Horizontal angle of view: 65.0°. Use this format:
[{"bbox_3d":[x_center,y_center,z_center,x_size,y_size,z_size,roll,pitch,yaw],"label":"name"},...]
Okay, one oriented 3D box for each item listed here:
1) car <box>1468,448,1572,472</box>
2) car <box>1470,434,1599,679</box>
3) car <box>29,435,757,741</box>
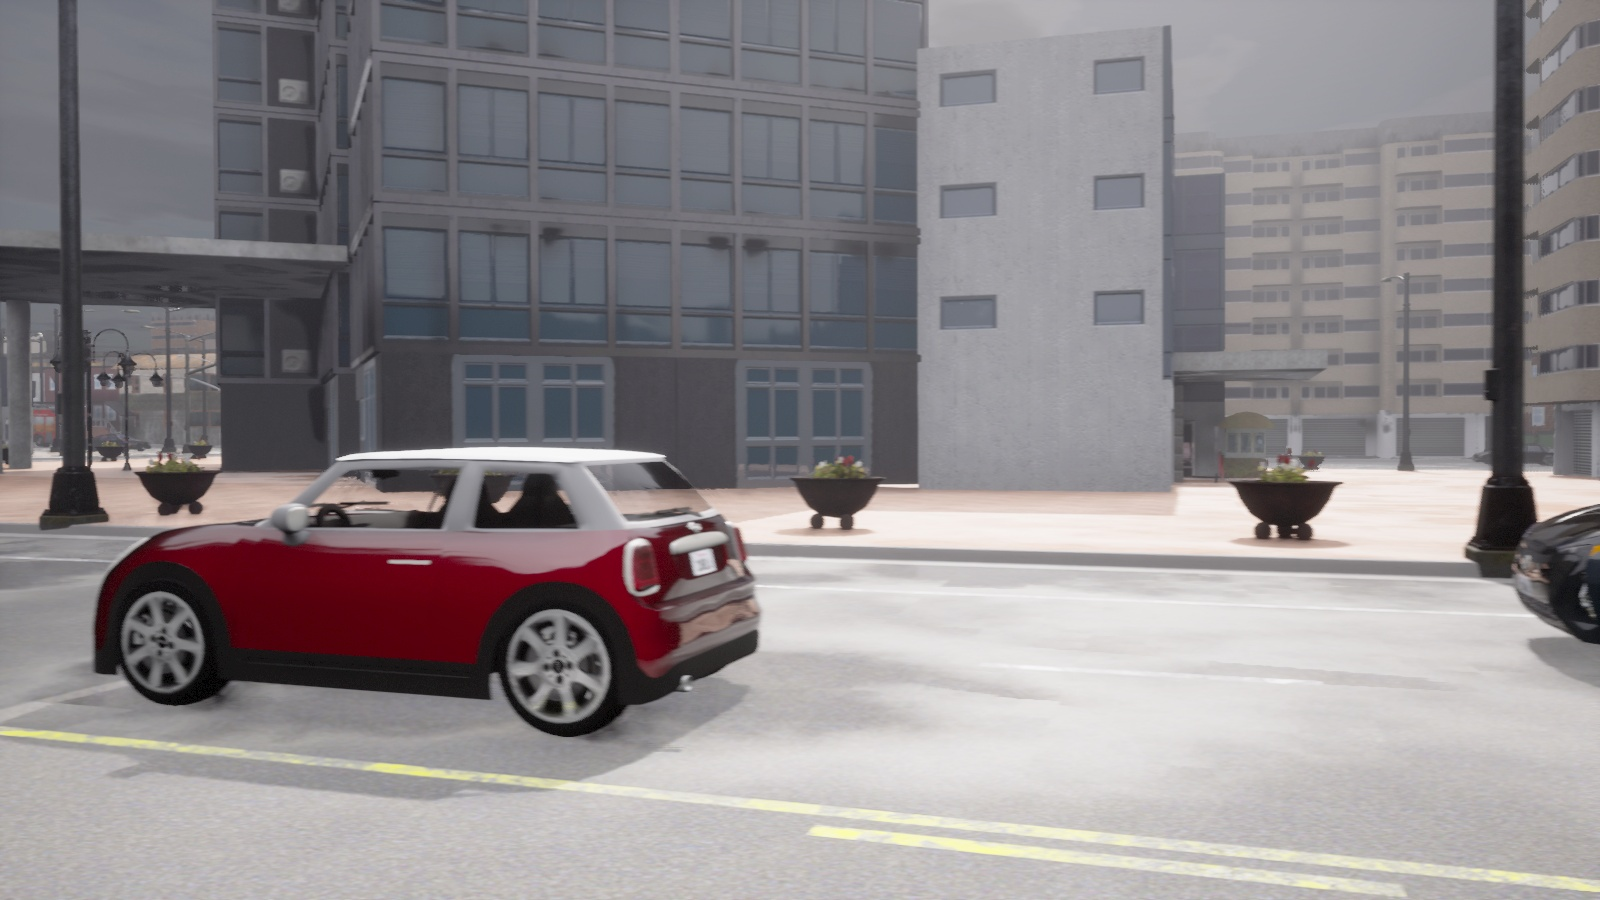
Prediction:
[{"bbox_3d":[45.353,0.631,79.235,5.357,1.411,2.033,0,1,17],"label":"car"},{"bbox_3d":[7.088,0.669,8.192,4.514,1.525,2.007,1,1,19],"label":"car"},{"bbox_3d":[-2.396,0.660,7.691,3.806,1.475,1.970,1,1,19],"label":"car"}]
